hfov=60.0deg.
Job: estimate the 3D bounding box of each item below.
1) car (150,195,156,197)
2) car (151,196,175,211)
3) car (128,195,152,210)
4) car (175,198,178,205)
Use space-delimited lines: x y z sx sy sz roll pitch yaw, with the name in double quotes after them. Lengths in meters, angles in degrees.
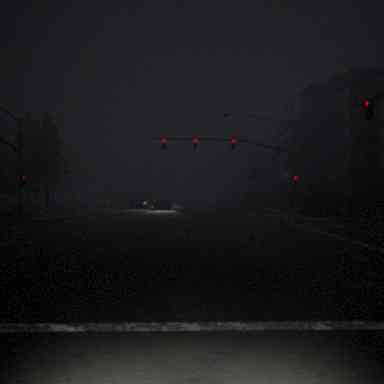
-6.895 1.321 56.406 2.097 1.767 4.553 0 0 0 "car"
-3.528 1.542 40.743 1.994 1.385 4.181 0 0 0 "car"
-7.023 1.524 43.889 2.033 1.411 5.357 0 0 0 "car"
-3.404 1.635 58.540 1.895 1.301 4.718 0 0 0 "car"
